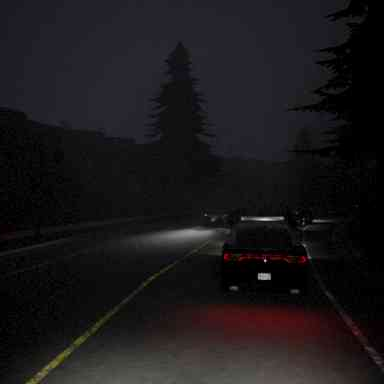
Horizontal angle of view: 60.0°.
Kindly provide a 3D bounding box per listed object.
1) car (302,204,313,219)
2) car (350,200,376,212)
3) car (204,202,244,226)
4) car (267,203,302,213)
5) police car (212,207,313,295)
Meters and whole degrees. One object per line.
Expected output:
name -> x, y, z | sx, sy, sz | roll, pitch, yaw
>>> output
car -> 7.061, 1.505, 22.934 | 1.837, 1.490, 4.892 | 0, 0, 30
car -> 20.243, 1.563, 38.666 | 4.181, 1.385, 1.994 | 0, 0, -34
car -> 2.467, 1.491, 23.094 | 2.128, 1.511, 4.902 | 0, 0, 28
car -> 4.574, 1.477, 17.856 | 1.882, 1.535, 5.008 | 0, 0, 23
police car -> 1.883, 1.425, 8.951 | 1.930, 1.638, 5.238 | 0, 0, 11
